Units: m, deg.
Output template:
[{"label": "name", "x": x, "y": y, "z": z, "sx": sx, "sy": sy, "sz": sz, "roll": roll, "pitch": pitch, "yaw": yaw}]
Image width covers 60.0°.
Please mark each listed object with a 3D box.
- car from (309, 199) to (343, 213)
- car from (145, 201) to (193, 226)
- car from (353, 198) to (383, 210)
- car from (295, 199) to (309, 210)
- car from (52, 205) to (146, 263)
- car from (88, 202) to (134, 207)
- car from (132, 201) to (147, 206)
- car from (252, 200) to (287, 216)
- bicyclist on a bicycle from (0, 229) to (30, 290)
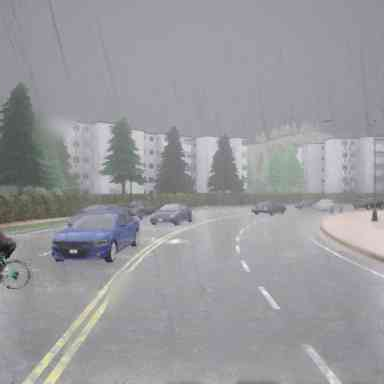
[{"label": "car", "x": 14.869, "y": 1.526, "z": 36.261, "sx": 1.812, "sy": 1.442, "sz": 4.674, "roll": 0, "pitch": 0, "yaw": 43}, {"label": "car", "x": -1.295, "y": 1.525, "z": 23.433, "sx": 1.812, "sy": 1.442, "sz": 4.674, "roll": 0, "pitch": 0, "yaw": 18}, {"label": "car", "x": 22.676, "y": 1.491, "z": 42.525, "sx": 4.902, "sy": 1.511, "sz": 2.128, "roll": 0, "pitch": 0, "yaw": -30}, {"label": "car", "x": 14.897, "y": 1.547, "z": 41.231, "sx": 5.357, "sy": 1.411, "sz": 2.033, "roll": 0, "pitch": 0, "yaw": -41}, {"label": "car", "x": -3.294, "y": 1.478, "z": 12.290, "sx": 1.882, "sy": 1.535, "sz": 5.008, "roll": 0, "pitch": 0, "yaw": 5}, {"label": "car", "x": -5.594, "y": 1.507, "z": 20.295, "sx": 1.837, "sy": 1.490, "sz": 4.892, "roll": 0, "pitch": -1, "yaw": 14}, {"label": "car", "x": -4.129, "y": 1.358, "z": 26.074, "sx": 1.994, "sy": 1.385, "sz": 4.181, "roll": 0, "pitch": 0, "yaw": 20}, {"label": "car", "x": 7.789, "y": 1.547, "z": 33.302, "sx": 2.033, "sy": 1.411, "sz": 5.357, "roll": 0, "pitch": 0, "yaw": 35}, {"label": "bicyclist on a bicycle", "x": -4.527, "y": 1.455, "z": 7.575, "sx": 1.656, "sy": 1.620, "sz": 0.582, "roll": -2, "pitch": 0, "yaw": -1}]
